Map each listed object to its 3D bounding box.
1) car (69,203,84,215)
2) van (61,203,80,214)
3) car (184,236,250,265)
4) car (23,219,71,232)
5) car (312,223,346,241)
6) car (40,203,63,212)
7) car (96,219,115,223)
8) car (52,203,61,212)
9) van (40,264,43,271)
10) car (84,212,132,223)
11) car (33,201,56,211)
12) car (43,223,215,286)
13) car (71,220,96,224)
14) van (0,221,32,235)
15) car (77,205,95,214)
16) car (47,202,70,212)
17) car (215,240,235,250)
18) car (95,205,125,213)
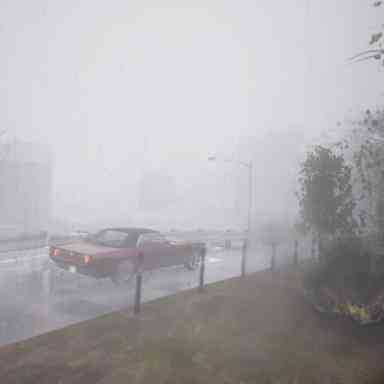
[{"bbox_3d":[-21.097,3.594,64.676,2.002,1.452,4.674,1,1,19],"label":"car"},{"bbox_3d":[-23.466,3.262,66.439,1.878,1.987,4.442,1,2,19],"label":"van"},{"bbox_3d":[1.991,4.542,26.207,4.792,1.488,2.163,2,1,17],"label":"car"},{"bbox_3d":[-15.005,3.866,31.835,5.566,2.045,2.435,0,0,17],"label":"car"},{"bbox_3d":[11.521,3.012,27.177,2.150,2.045,5.566,2,-3,35],"label":"car"},{"bbox_3d":[-30.459,3.320,72.201,2.002,1.452,4.674,1,1,19],"label":"car"},{"bbox_3d":[-11.425,4.148,36.557,4.792,1.488,2.163,1,0,17],"label":"car"},{"bbox_3d":[-25.769,3.417,68.440,2.097,1.535,5.008,1,2,19],"label":"car"},{"bbox_3d":[-5.236,4.287,16.545,4.442,1.987,1.878,2,1,17],"label":"van"},{"bbox_3d":[-9.686,3.868,38.899,5.566,2.045,2.435,1,1,17],"label":"car"},{"bbox_3d":[-32.778,3.086,74.110,2.185,1.767,4.553,1,2,19],"label":"car"},{"bbox_3d":[-1.544,1.733,9.857,1.895,1.301,4.718,2,-3,38],"label":"car"},{"bbox_3d":[-13.212,3.867,34.189,5.566,2.045,2.435,1,0,17],"label":"car"},{"bbox_3d":[-16.937,3.889,29.513,4.442,1.987,1.878,1,1,17],"label":"van"},{"bbox_3d":[-18.688,3.616,62.978,1.946,1.575,5.366,1,1,19],"label":"car"},{"bbox_3d":[-28.133,3.223,70.287,2.185,1.767,4.553,1,1,19],"label":"car"},{"bbox_3d":[0.169,4.261,23.793,5.566,2.045,2.435,2,1,17],"label":"car"},{"bbox_3d":[-14.049,3.510,59.016,2.435,2.045,5.566,1,2,19],"label":"car"}]
